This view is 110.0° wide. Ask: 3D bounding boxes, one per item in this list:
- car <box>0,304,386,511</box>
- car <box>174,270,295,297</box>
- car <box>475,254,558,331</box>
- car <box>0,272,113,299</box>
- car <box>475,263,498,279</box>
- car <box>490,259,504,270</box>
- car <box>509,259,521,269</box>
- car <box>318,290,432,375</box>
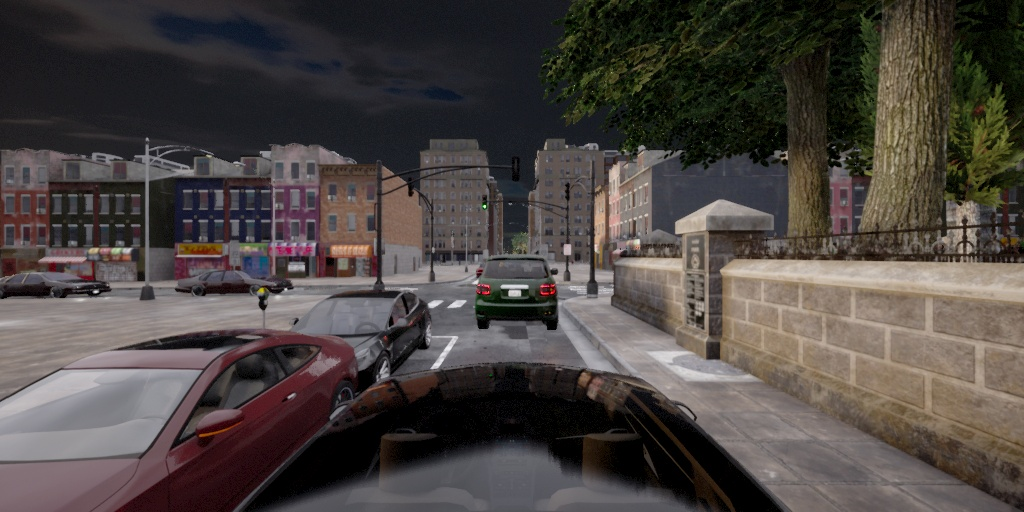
[{"bbox_3d":[-2.638,1.332,2.742,1.802,1.307,4.207,0,0,0],"label":"car"},{"bbox_3d":[-14.844,1.443,19.305,5.357,1.411,2.033,-1,0,0],"label":"car"},{"bbox_3d":[0.260,0.972,11.200,2.150,2.045,5.566,0,0,4],"label":"car"},{"bbox_3d":[-25.033,1.575,19.269,5.357,1.411,2.033,-1,0,0],"label":"car"},{"bbox_3d":[-2.277,1.344,33.191,1.895,1.301,4.718,0,0,0],"label":"car"},{"bbox_3d":[-2.277,1.216,54.046,1.882,1.535,5.008,0,0,0],"label":"car"},{"bbox_3d":[0.397,1.263,55.030,1.812,1.442,4.674,0,0,0],"label":"car"},{"bbox_3d":[-2.638,1.316,6.405,1.948,1.339,4.313,0,0,0],"label":"car"}]
